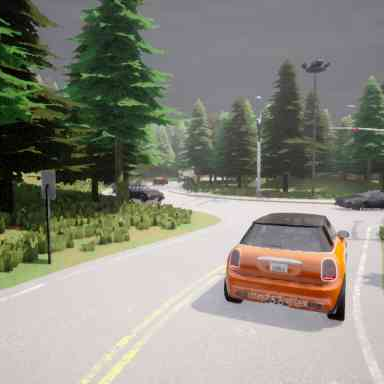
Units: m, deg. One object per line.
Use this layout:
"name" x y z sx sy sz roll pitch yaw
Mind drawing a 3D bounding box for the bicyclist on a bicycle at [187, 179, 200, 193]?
"bicyclist on a bicycle" 0.161 -0.643 37.309 1.656 1.620 0.582 -3 5 -28

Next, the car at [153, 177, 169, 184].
"car" -5.452 -1.940 58.808 1.882 1.535 5.008 0 4 8

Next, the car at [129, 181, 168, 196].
"car" -4.520 0.079 30.804 2.033 1.411 5.357 -3 5 -35

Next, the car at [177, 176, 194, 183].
"car" -1.298 -2.678 69.825 1.812 1.442 4.674 3 5 35

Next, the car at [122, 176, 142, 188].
"car" -9.512 -1.646 53.029 2.097 1.767 4.553 0 4 2

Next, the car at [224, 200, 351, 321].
"car" 2.360 1.241 7.547 2.097 1.767 4.553 2 2 25

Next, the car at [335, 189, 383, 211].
"car" 12.886 0.536 23.171 5.357 1.411 2.033 0 4 2
